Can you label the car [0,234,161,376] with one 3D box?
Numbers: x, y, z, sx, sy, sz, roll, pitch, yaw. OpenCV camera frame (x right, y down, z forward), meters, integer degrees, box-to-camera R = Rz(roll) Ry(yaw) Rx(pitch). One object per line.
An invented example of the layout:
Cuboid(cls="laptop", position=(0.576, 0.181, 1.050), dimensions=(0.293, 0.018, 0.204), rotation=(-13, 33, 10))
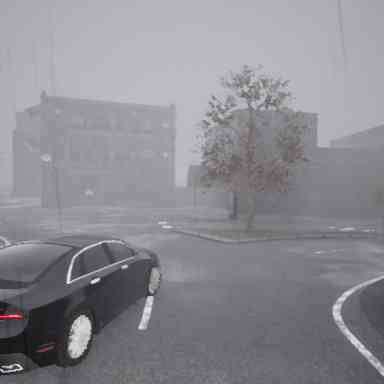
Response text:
Cuboid(cls="car", position=(-2.025, 1.509, 5.887), dimensions=(1.837, 1.490, 4.892), rotation=(0, 0, 13))
